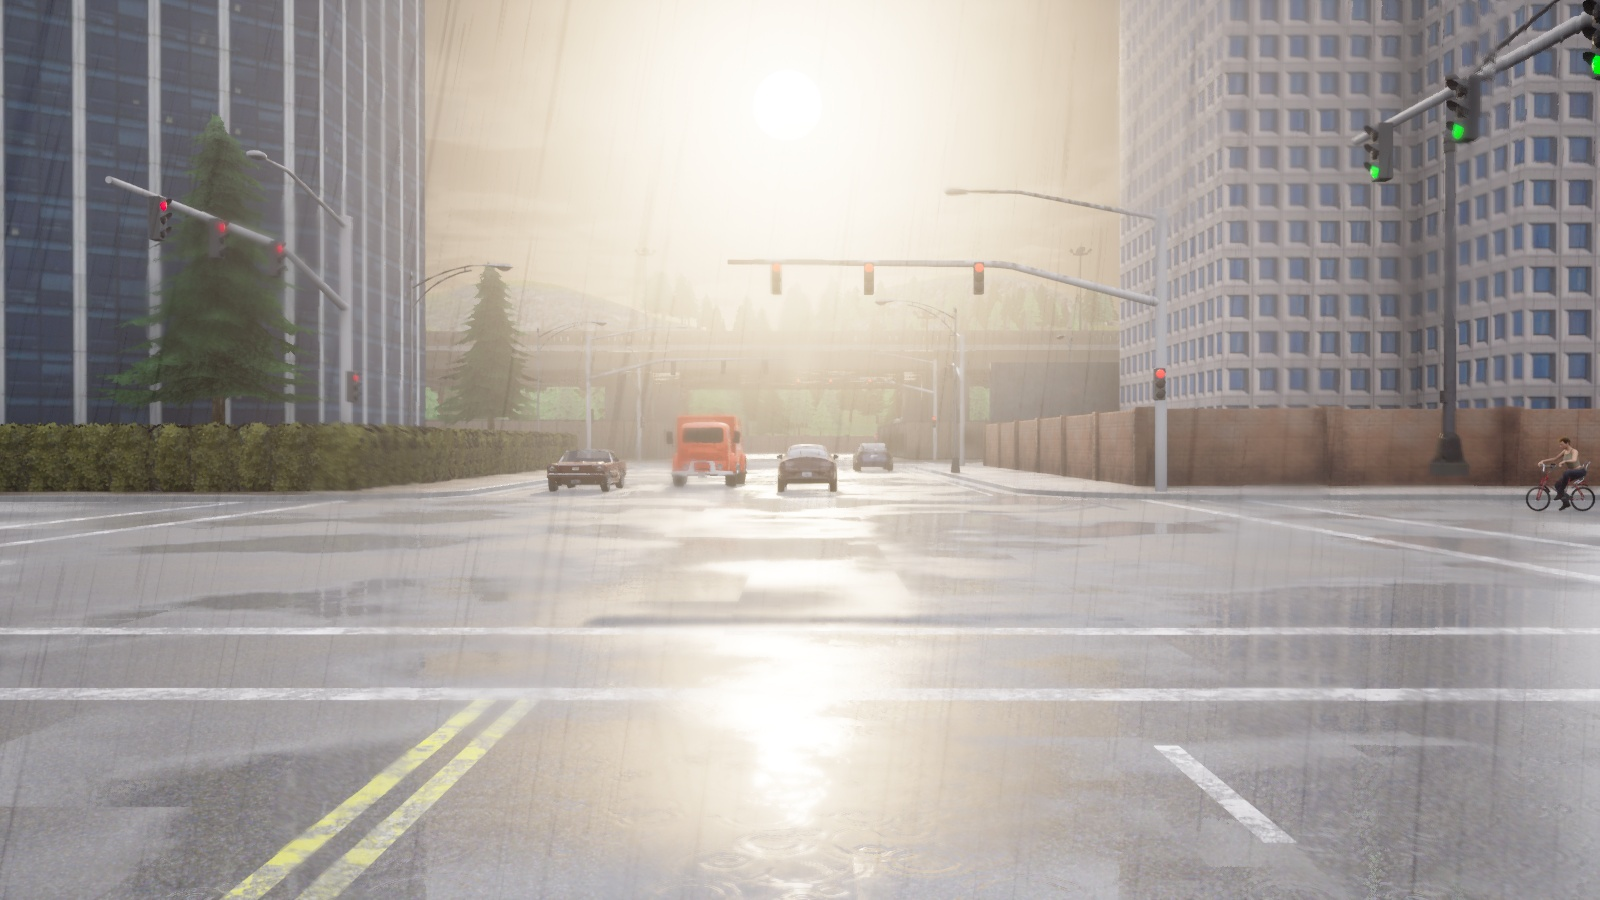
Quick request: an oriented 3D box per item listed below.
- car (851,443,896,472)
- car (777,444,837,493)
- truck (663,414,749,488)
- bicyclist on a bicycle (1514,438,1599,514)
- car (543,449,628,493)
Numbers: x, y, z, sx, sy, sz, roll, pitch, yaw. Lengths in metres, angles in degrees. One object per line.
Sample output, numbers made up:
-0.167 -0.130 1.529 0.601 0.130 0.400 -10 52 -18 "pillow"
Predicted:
3.876 0.370 67.134 2.163 1.488 4.792 0 0 0 "car"
0.243 0.547 39.968 1.812 1.442 4.674 0 0 1 "car"
-3.246 0.006 44.496 2.627 2.467 5.204 0 0 0 "truck"
16.392 0.543 27.066 1.509 1.612 0.866 0 0 0 "bicyclist on a bicycle"
-6.769 0.615 40.157 1.895 1.301 4.718 0 0 0 "car"
